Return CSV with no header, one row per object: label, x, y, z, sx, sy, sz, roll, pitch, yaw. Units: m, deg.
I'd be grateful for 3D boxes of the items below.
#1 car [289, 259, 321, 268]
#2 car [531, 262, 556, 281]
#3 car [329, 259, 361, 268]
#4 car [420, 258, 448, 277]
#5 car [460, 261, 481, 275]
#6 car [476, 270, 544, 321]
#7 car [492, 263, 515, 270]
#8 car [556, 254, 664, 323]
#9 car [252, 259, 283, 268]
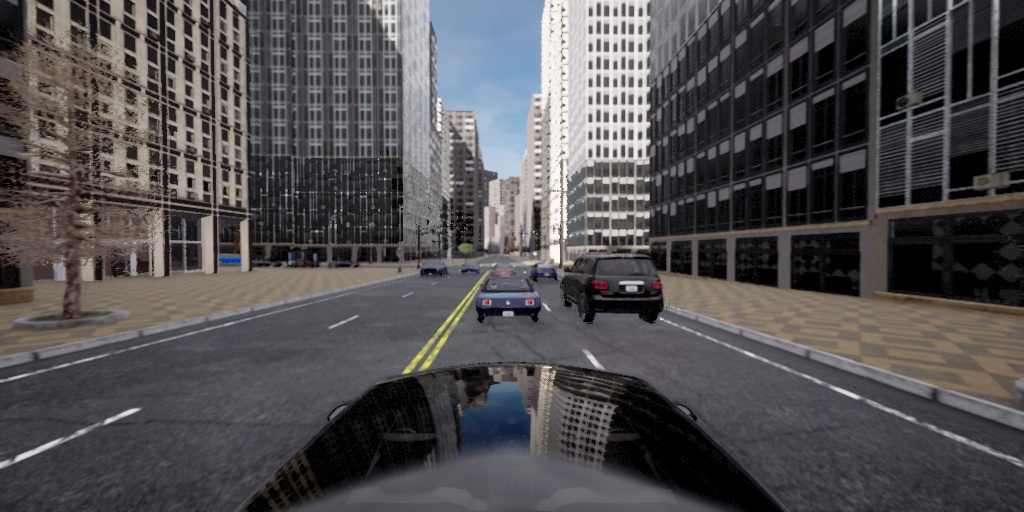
car,-29.930,1.106,51.908,4.207,1.307,1.802,0,0,-1
car,2.566,1.219,29.366,1.812,1.442,4.674,0,0,-2
car,-24.245,1.130,51.955,4.313,1.339,1.948,0,0,-1
car,-7.541,1.050,35.010,2.097,1.767,4.553,0,0,-1
car,-4.384,1.232,38.660,2.033,1.411,5.357,0,0,-1
car,-0.159,1.334,12.310,1.895,1.301,4.718,0,0,-2
car,-0.678,1.263,29.118,1.994,1.385,4.181,0,0,-2
car,3.094,0.949,12.166,2.150,2.045,5.566,0,0,-2
car,-35.614,1.048,51.901,4.313,1.339,1.948,0,0,-1
